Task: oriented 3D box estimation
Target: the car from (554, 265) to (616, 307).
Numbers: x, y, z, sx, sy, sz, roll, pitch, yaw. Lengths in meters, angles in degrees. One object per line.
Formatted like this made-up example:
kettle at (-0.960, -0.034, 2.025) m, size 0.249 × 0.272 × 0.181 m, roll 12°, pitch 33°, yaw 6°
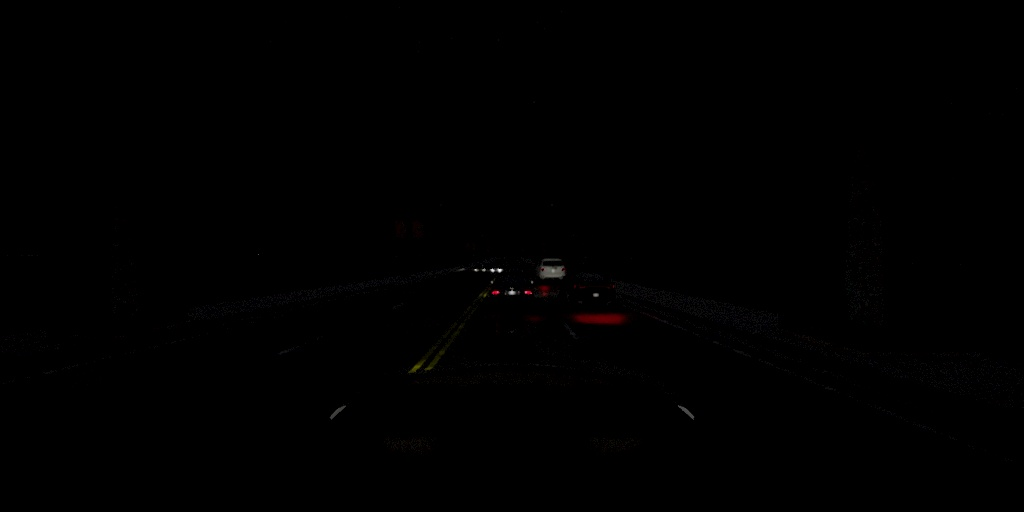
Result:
car at (3.257, 1.373, 16.333) m, size 1.882 × 1.535 × 5.008 m, roll 0°, pitch 0°, yaw 0°

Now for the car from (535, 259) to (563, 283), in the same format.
car at (3.252, 1.249, 30.878) m, size 2.150 × 2.045 × 5.566 m, roll 0°, pitch 0°, yaw 0°

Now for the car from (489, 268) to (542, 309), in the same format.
car at (0.000, 1.438, 15.837) m, size 2.033 × 1.411 × 5.357 m, roll 0°, pitch -1°, yaw 0°

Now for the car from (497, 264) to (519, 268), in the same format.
car at (0.001, 1.580, 30.837) m, size 2.033 × 1.411 × 5.357 m, roll 0°, pitch 0°, yaw 0°
